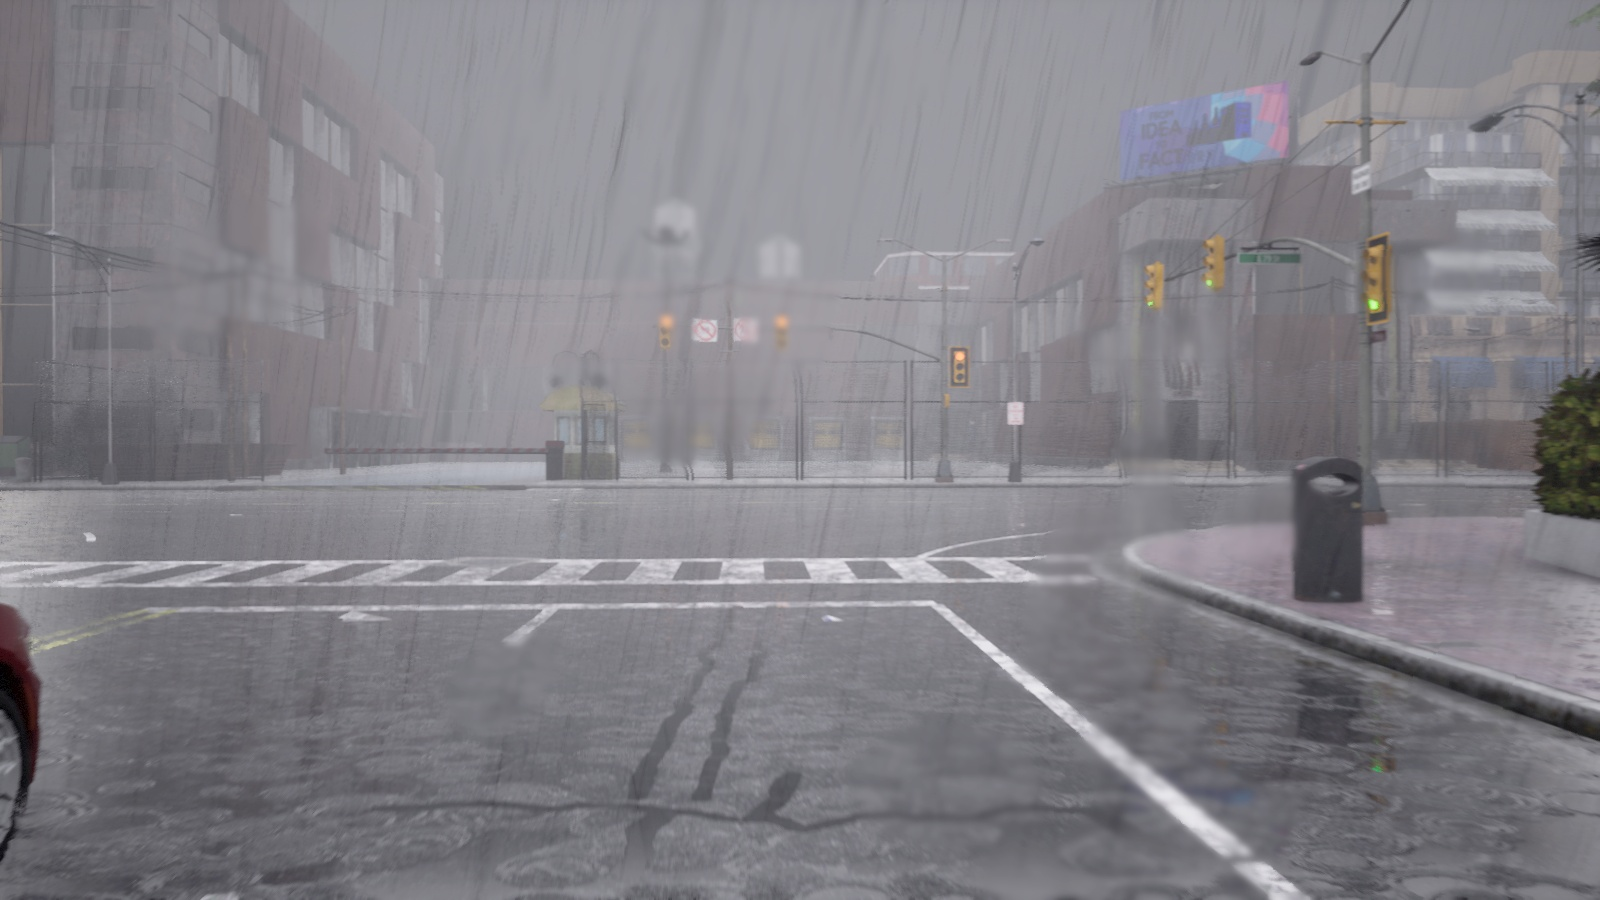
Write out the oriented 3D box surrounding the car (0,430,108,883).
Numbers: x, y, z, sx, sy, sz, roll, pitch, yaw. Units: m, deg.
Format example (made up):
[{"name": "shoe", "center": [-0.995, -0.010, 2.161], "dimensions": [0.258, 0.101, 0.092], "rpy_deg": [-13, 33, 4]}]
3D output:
[{"name": "car", "center": [-3.554, 0.709, 2.424], "dimensions": [1.882, 1.535, 5.008], "rpy_deg": [0, 0, -3]}]
